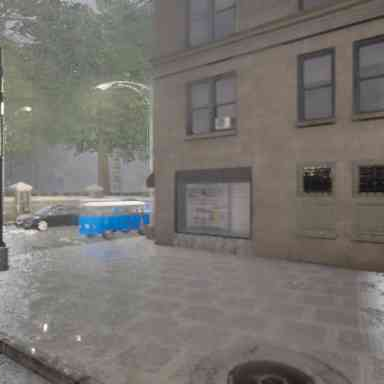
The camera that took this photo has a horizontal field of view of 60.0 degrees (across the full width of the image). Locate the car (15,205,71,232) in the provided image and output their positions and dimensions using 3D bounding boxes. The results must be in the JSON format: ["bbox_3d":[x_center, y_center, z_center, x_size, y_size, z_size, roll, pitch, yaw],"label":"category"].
[{"bbox_3d":[-8.541,1.581,21.035,1.837,1.490,4.892,0,0,35],"label":"car"}]

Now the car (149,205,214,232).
[{"bbox_3d":[-0.542,1.636,21.852,1.887,1.381,4.507,0,0,36],"label":"car"}]

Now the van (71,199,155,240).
[{"bbox_3d":[-3.892,1.410,17.290,1.690,1.788,3.998,0,0,36],"label":"van"}]
